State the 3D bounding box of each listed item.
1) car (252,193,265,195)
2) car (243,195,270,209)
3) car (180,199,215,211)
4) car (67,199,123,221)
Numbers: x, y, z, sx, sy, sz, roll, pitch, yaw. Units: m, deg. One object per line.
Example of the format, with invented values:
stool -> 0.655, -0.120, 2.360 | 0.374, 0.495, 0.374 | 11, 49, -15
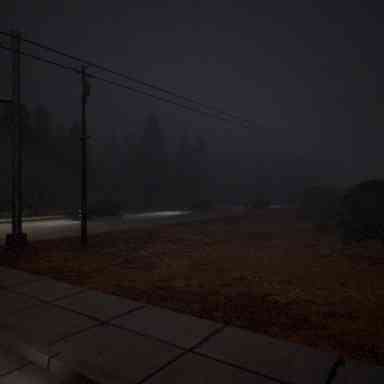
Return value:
car -> 9.897, 0.998, 51.054 | 2.097, 1.767, 4.553 | 0, 0, 37
car -> 8.428, 1.467, 43.024 | 1.895, 1.301, 4.718 | 0, 0, 37
car -> 0.626, 1.519, 38.696 | 1.895, 1.301, 4.718 | 0, 0, 37
car -> -7.893, 1.344, 27.217 | 2.097, 1.767, 4.553 | 0, 0, 37
